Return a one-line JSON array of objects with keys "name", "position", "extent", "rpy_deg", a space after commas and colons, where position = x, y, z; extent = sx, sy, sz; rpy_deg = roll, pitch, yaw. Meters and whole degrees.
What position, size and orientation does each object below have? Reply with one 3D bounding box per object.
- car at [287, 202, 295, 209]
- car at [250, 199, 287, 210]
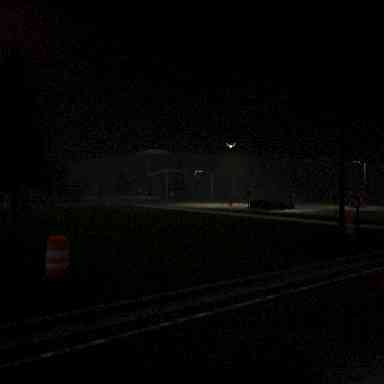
[{"name": "car", "position": [12.895, 1.786, 48.782], "extent": [1.812, 1.442, 4.674], "rpy_deg": [0, 0, -35]}, {"name": "car", "position": [10.318, 1.714, 46.352], "extent": [1.882, 1.535, 5.008], "rpy_deg": [0, 0, -35]}]
